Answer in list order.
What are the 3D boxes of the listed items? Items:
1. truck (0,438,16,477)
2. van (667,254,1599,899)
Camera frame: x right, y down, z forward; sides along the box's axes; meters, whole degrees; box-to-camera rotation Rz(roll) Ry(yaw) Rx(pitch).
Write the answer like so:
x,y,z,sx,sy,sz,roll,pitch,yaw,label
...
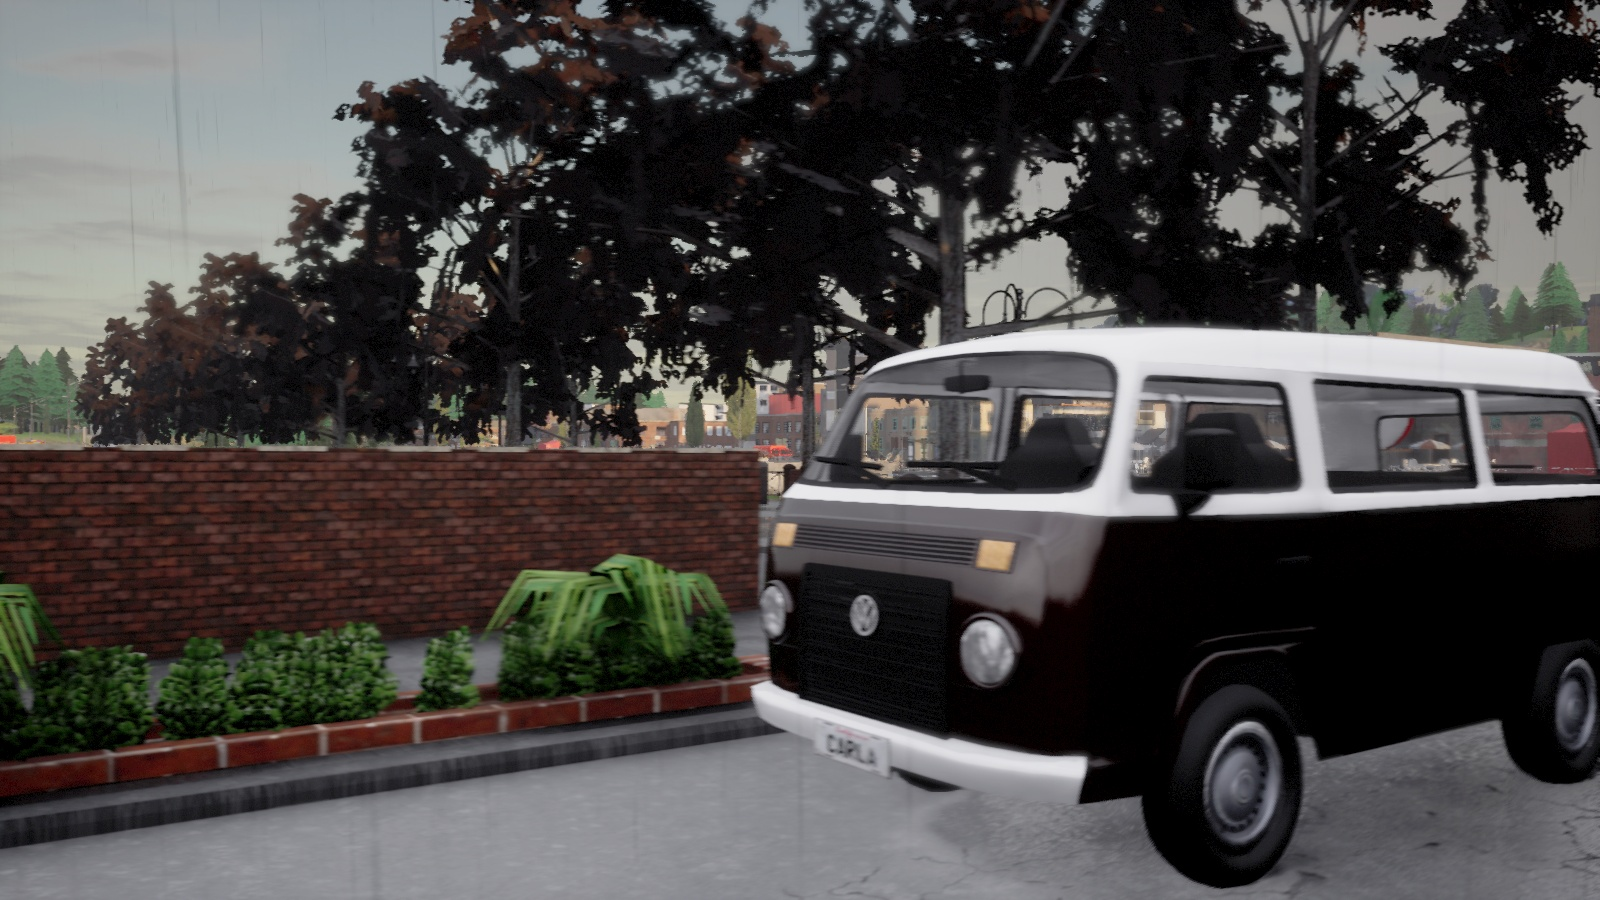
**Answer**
x,y,z,sx,sy,sz,roll,pitch,yaw,label
-52.578,0.543,78.823,5.204,2.467,2.627,-2,2,-44,truck
1.883,0.487,5.580,4.480,2.038,2.069,0,0,-35,van
